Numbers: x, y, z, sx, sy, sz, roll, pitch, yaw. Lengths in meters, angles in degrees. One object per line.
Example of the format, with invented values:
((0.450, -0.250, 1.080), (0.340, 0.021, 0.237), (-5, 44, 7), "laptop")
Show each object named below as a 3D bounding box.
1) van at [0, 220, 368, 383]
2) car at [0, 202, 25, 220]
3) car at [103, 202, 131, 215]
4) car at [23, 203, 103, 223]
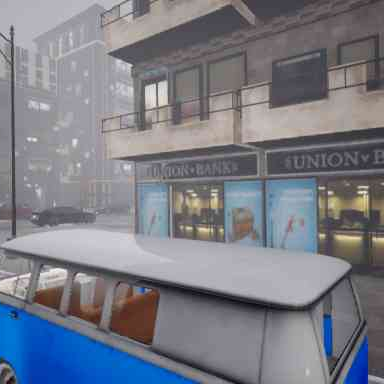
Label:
((-0.479, 1.342, 3.202), (3.998, 1.788, 1.690), (0, -1, 36), "van")
((-15.324, 1.608, 27.343), (1.967, 1.590, 4.097), (-2, -1, 36), "car")
((-8.644, 1.798, 36.426), (1.947, 1.339, 4.313), (-2, -1, 36), "car")
((-8.573, 1.583, 22.375), (1.947, 1.339, 4.313), (-2, -1, 36), "car")
